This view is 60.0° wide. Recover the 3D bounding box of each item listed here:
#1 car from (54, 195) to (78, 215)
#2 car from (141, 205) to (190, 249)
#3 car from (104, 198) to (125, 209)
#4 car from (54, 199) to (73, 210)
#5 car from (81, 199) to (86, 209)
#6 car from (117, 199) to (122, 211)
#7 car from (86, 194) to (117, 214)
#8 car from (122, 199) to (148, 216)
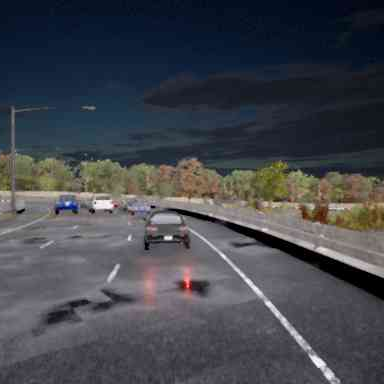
[{"bbox_3d":[-13.455,1.305,35.719,2.150,2.045,5.566,0,0,-22],"label":"car"},{"bbox_3d":[-1.186,1.536,14.580,1.812,1.442,4.674,0,0,-8],"label":"car"},{"bbox_3d":[-11.511,1.640,49.003,1.994,1.385,4.181,0,0,-27],"label":"car"},{"bbox_3d":[-17.775,1.710,45.848,1.895,1.301,4.718,0,0,-27],"label":"car"},{"bbox_3d":[-14.480,1.639,47.135,2.033,1.411,5.357,0,0,-28],"label":"car"},{"bbox_3d":[-7.684,1.558,40.151,1.837,1.490,4.892,0,0,-22],"label":"car"},{"bbox_3d":[-10.089,1.286,36.741,2.150,2.045,5.566,0,0,-22],"label":"car"},{"bbox_3d":[-5.470,1.586,33.838,2.033,1.411,5.357,0,0,-18],"label":"car"}]
